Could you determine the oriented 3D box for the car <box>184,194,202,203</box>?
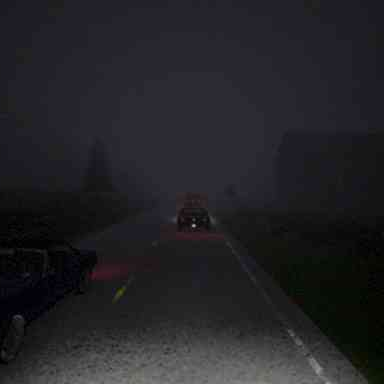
[{"bbox_3d":[0.090,1.263,43.305,2.150,2.045,5.566,0,0,0],"label":"car"}]

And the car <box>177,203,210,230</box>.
[{"bbox_3d":[0.095,1.622,21.132,1.895,1.301,4.718,0,0,0],"label":"car"}]

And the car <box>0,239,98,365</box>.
[{"bbox_3d":[-3.249,1.607,5.959,1.895,1.301,4.718,0,0,0],"label":"car"}]
